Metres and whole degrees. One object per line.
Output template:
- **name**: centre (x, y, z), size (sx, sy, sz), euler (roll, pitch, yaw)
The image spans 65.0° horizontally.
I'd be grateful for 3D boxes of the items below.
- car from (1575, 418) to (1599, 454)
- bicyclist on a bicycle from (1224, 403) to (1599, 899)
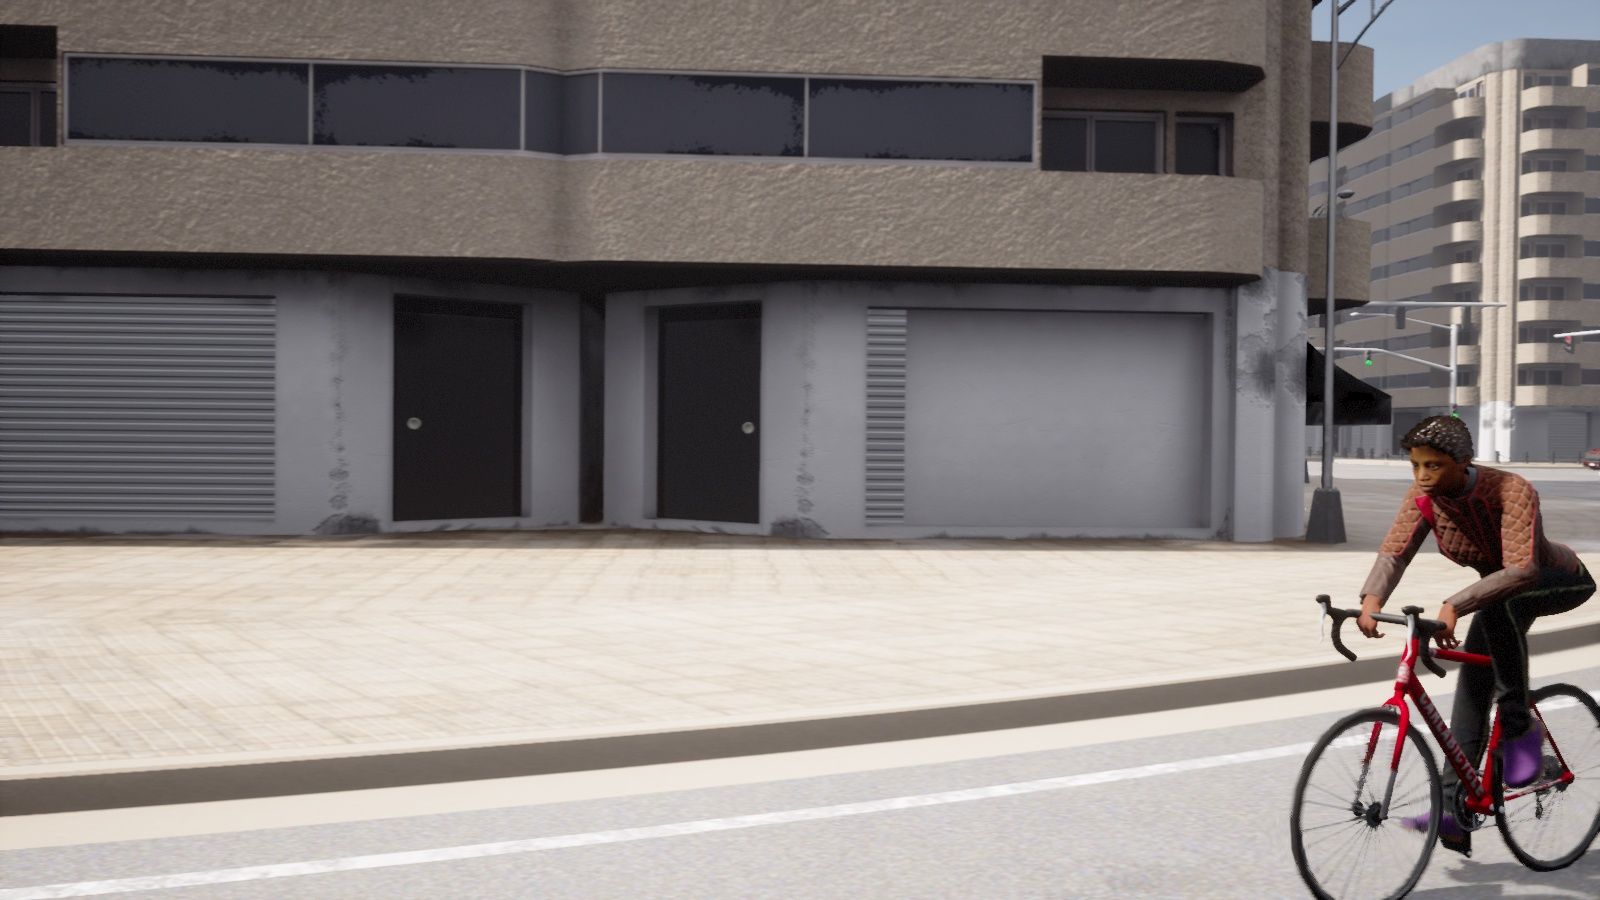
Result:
- **car**: centre (42.407, -0.740, 63.979), size (4.553, 1.767, 2.097), euler (-1, 1, -3)
- **bicyclist on a bicycle**: centre (2.287, 0.661, 4.264), size (1.656, 1.620, 0.582), euler (-1, 1, -26)
